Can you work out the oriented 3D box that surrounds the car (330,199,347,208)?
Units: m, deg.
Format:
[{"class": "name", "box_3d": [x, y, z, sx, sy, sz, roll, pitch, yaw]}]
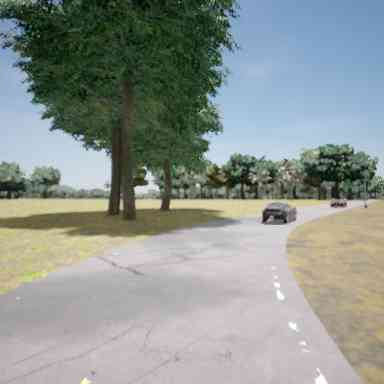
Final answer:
[{"class": "car", "box_3d": [22.748, 1.737, 51.584, 1.895, 1.301, 4.718, 0, 0, 32]}]

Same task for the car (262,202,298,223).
[{"class": "car", "box_3d": [6.916, 1.556, 26.012, 1.837, 1.490, 4.892, 0, 0, 30]}]
